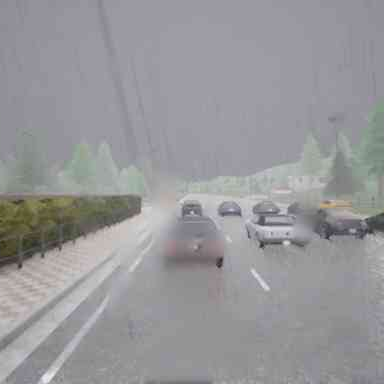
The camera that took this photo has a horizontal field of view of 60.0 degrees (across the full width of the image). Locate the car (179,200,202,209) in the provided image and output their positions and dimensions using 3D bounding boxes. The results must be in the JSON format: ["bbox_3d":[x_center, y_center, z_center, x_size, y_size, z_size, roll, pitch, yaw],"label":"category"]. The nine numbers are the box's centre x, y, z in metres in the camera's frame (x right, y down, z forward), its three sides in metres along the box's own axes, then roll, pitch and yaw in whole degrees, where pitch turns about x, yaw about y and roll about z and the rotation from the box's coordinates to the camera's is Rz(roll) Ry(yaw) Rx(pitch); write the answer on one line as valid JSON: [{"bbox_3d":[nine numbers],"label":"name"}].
[{"bbox_3d":[-0.094,1.525,31.639,1.837,1.490,4.892,0,0,-3],"label":"car"}]

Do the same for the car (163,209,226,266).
[{"bbox_3d":[0.056,1.555,11.481,2.033,1.411,5.357,0,0,0],"label":"car"}]

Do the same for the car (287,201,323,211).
[{"bbox_3d":[10.562,1.585,31.924,1.994,1.385,4.181,0,0,0],"label":"car"}]

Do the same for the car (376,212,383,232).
[{"bbox_3d":[10.565,1.537,16.784,1.812,1.442,4.674,0,0,0],"label":"car"}]

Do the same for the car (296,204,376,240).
[{"bbox_3d":[7.066,1.537,16.915,1.812,1.442,4.674,0,0,0],"label":"car"}]

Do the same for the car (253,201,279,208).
[{"bbox_3d":[7.062,1.585,31.960,1.994,1.385,4.181,0,0,0],"label":"car"}]

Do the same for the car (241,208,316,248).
[{"bbox_3d":[3.569,1.611,14.705,1.895,1.301,4.718,0,0,0],"label":"car"}]

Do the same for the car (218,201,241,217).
[{"bbox_3d":[3.563,1.585,32.055,1.994,1.385,4.181,0,0,0],"label":"car"}]

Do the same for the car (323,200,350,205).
[{"bbox_3d":[14.064,1.499,32.940,1.882,1.535,5.008,0,0,0],"label":"car"}]
